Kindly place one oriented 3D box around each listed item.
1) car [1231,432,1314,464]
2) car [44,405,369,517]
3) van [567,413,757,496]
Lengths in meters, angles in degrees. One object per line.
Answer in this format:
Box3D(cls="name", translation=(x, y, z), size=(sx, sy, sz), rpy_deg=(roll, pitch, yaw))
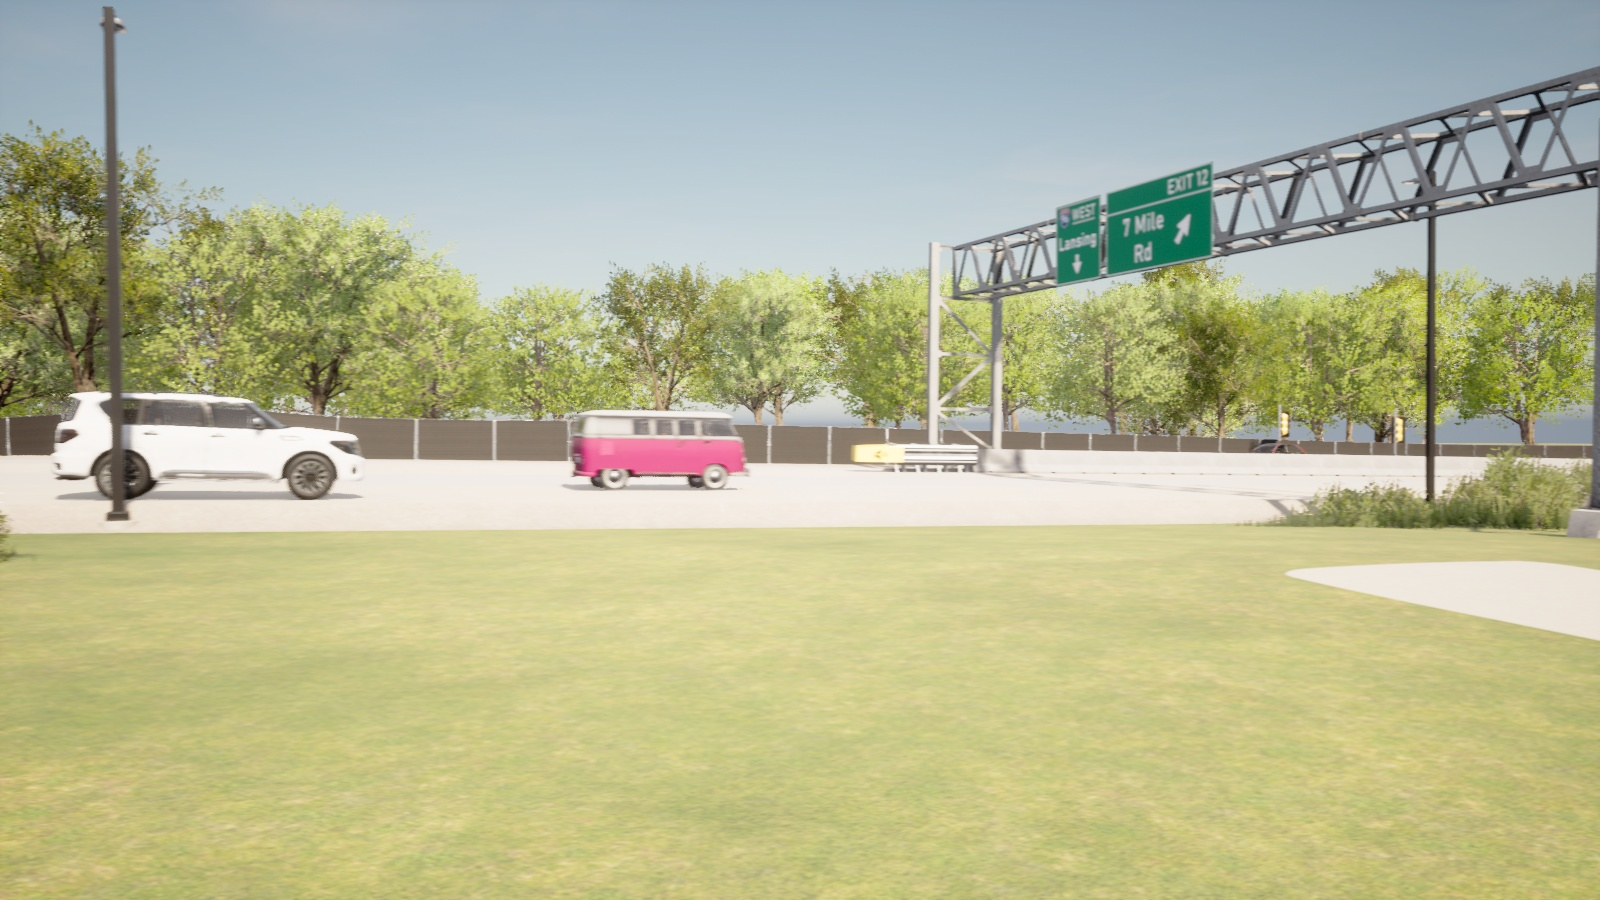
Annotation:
Box3D(cls="car", translation=(24.040, -0.108, 63.883), size=(3.988, 1.617, 1.851), rpy_deg=(0, 0, -30))
Box3D(cls="car", translation=(-11.499, 0.169, 24.808), size=(5.566, 2.045, 2.150), rpy_deg=(0, 1, -21))
Box3D(cls="van", translation=(-3.485, 0.079, 31.632), size=(4.442, 1.987, 1.775), rpy_deg=(-1, 1, -21))
